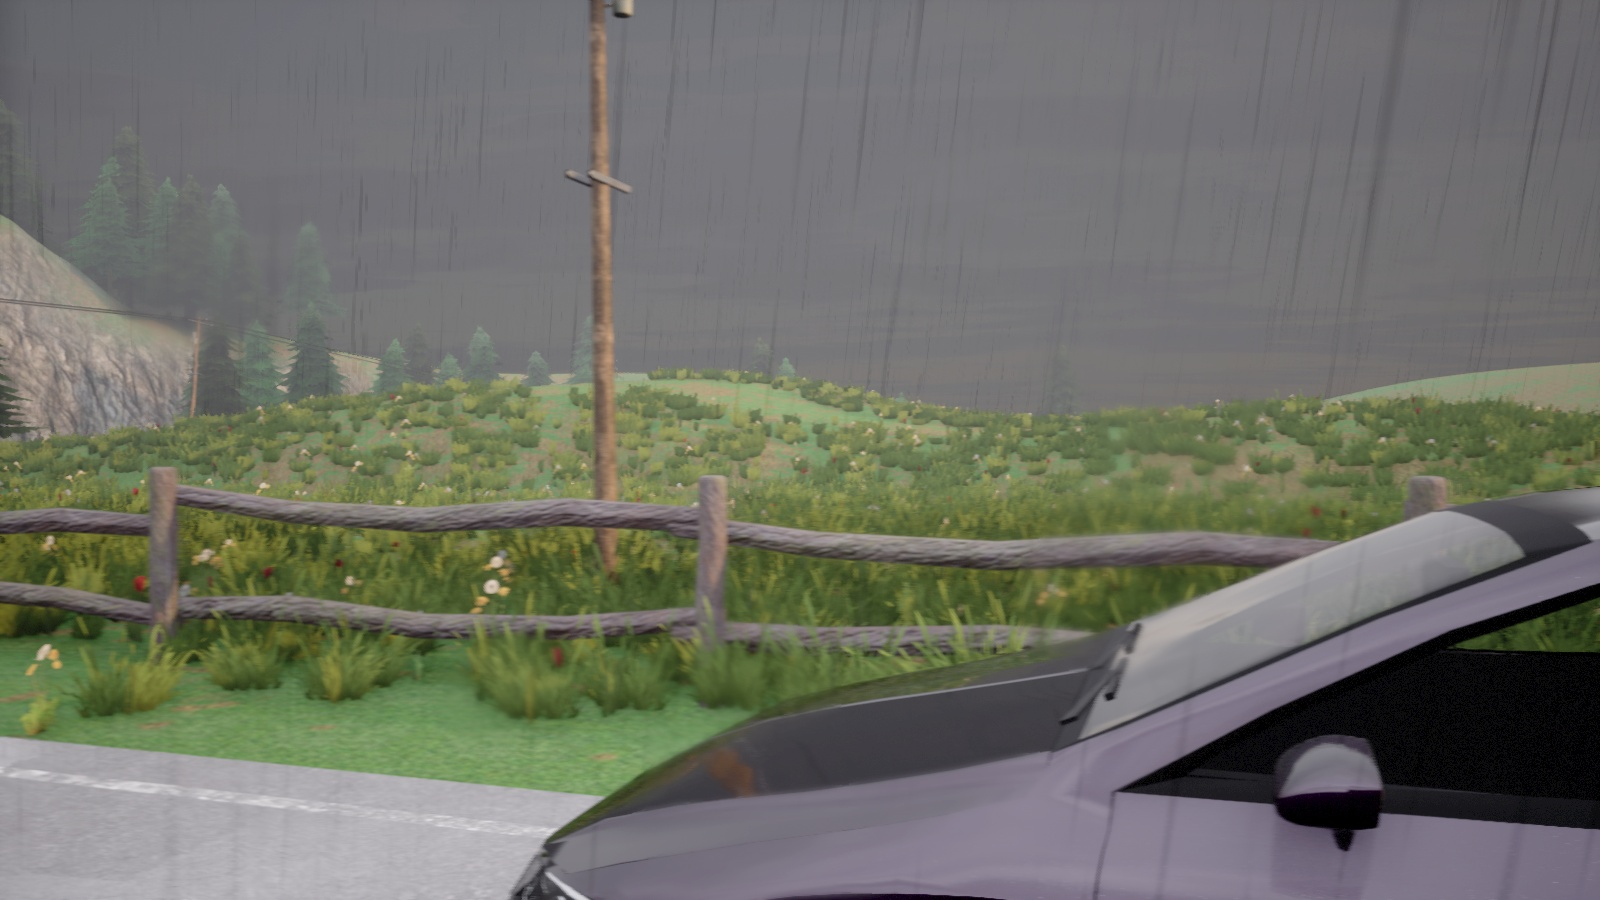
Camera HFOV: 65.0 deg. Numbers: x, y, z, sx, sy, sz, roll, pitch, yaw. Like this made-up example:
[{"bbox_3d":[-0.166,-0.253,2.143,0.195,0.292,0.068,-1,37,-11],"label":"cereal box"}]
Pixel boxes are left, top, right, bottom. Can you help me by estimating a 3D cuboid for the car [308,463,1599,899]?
[{"bbox_3d":[1.412,0.807,2.402,4.193,1.474,1.816,1,1,19],"label":"car"}]
